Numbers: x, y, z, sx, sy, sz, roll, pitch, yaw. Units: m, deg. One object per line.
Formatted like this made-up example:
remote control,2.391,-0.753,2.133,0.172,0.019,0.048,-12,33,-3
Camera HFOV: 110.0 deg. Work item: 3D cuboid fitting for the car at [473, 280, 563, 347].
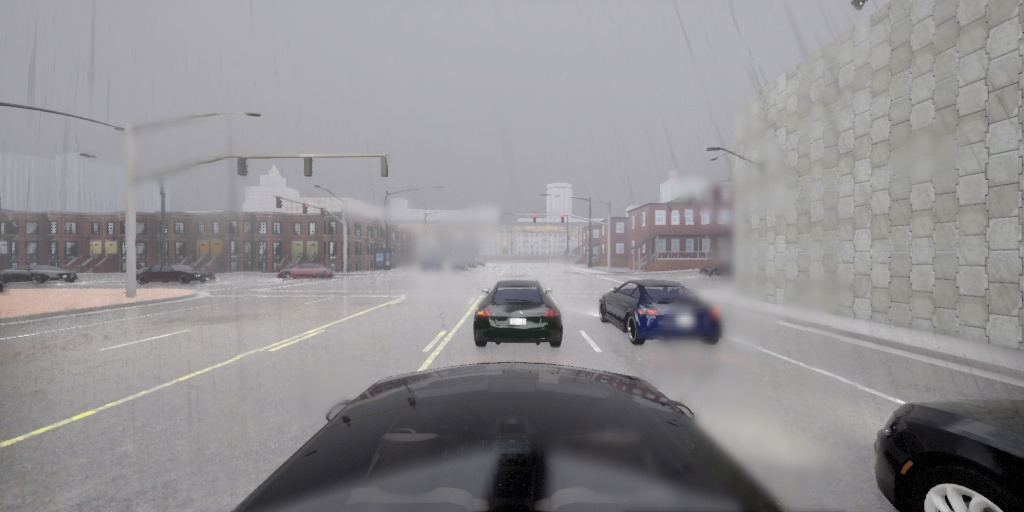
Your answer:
car,0.160,1.314,9.365,1.994,1.385,4.181,0,0,1

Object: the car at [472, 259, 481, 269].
car,-6.467,1.314,55.637,1.994,1.385,4.181,0,0,0

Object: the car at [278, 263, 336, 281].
car,-17.095,1.314,30.025,4.181,1.385,1.994,0,0,-11

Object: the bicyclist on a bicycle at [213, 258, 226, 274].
bicyclist on a bicycle,-30.407,1.053,37.326,0.582,1.620,1.656,0,0,0

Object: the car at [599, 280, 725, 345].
car,3.663,1.314,9.526,1.994,1.385,4.181,0,0,1

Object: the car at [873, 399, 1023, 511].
car,3.585,1.255,0.613,1.837,1.490,4.892,0,0,1

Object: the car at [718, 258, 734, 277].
car,18.421,0.867,25.911,5.357,1.411,2.033,-5,0,1

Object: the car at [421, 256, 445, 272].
car,-10.080,0.970,46.156,2.150,2.045,5.566,0,0,1

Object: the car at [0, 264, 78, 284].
car,-34.866,1.314,26.379,4.181,1.385,1.994,0,0,1

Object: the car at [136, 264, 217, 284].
car,-24.901,1.297,26.294,5.357,1.411,2.033,0,0,0

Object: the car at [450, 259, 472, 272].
car,-6.587,1.255,45.694,1.837,1.490,4.892,0,0,1

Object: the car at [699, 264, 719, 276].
car,18.521,0.855,29.628,5.357,1.411,2.033,-5,0,1
